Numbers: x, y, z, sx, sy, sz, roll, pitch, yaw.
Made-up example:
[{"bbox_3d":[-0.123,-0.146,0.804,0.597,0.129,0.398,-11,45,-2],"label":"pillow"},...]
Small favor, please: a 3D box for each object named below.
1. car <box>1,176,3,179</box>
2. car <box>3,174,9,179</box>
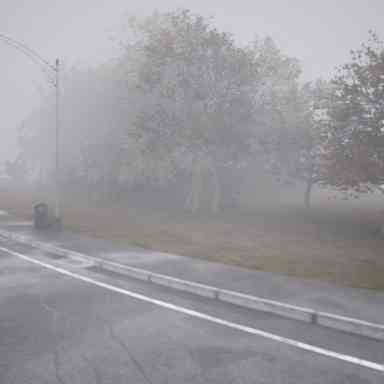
[{"bbox_3d":[-42.098,-3.012,69.696,1.895,1.301,4.718,0,3,-11],"label":"car"},{"bbox_3d":[-43.844,-3.676,79.815,1.895,1.301,4.718,0,3,-6],"label":"car"}]
